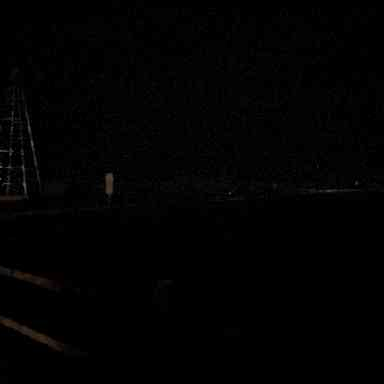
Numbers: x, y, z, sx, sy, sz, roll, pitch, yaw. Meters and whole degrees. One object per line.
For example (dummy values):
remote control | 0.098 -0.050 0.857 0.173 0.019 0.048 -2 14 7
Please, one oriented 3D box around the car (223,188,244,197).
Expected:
car | 6.883 0.052 54.955 1.837 1.490 4.892 -1 1 35
